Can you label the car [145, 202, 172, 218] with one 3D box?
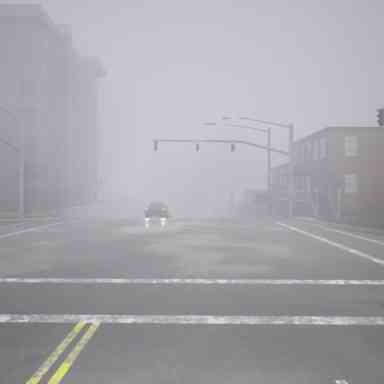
[{"bbox_3d":[-3.587,1.838,34.348,2.097,1.767,4.553,0,-4,0],"label":"car"}]
